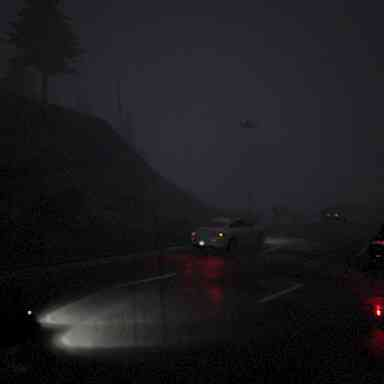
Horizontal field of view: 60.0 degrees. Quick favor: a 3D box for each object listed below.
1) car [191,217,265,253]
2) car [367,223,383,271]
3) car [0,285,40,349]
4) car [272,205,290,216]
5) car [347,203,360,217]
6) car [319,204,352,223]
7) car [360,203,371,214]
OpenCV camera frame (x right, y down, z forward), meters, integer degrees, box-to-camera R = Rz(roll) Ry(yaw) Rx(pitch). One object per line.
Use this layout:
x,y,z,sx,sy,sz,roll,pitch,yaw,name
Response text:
1.784,1.914,15.676,1.812,1.442,4.674,-1,-1,37,car
7.088,1.654,10.866,2.128,1.511,4.902,-2,-1,38,car
-4.917,1.759,4.107,5.357,1.411,2.033,0,-2,-36,car
12.339,2.480,46.206,2.128,1.511,4.902,-1,-1,6,car
18.760,2.219,41.391,1.882,1.535,5.008,-1,-1,9,car
13.256,2.135,31.554,2.033,1.411,5.357,-1,-2,14,car
22.790,2.295,45.389,1.812,1.442,4.674,-1,-1,6,car
